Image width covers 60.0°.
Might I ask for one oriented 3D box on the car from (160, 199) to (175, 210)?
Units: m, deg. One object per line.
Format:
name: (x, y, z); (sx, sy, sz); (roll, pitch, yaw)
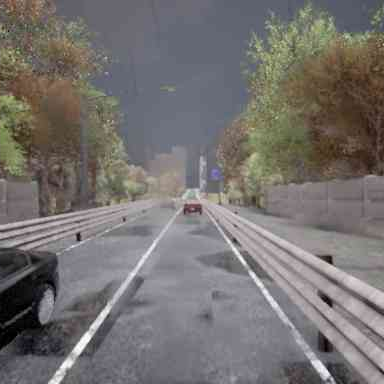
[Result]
car: (-3.253, 1.646, 44.987); (2.033, 1.411, 5.357); (0, -1, 0)

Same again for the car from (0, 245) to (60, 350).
car: (-3.343, 1.471, 4.073); (1.882, 1.535, 5.008); (0, 0, 0)

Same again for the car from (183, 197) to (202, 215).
car: (0.070, 1.495, 34.565); (1.882, 1.535, 5.008); (0, 0, 0)

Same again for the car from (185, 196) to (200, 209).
car: (0.119, 1.474, 47.092); (2.097, 1.767, 4.553); (0, -1, 1)
